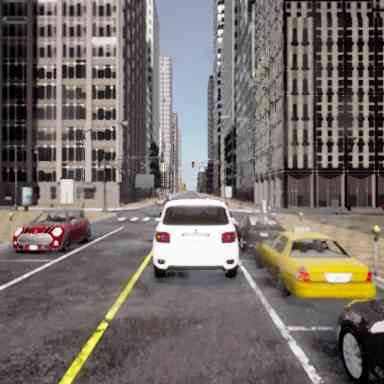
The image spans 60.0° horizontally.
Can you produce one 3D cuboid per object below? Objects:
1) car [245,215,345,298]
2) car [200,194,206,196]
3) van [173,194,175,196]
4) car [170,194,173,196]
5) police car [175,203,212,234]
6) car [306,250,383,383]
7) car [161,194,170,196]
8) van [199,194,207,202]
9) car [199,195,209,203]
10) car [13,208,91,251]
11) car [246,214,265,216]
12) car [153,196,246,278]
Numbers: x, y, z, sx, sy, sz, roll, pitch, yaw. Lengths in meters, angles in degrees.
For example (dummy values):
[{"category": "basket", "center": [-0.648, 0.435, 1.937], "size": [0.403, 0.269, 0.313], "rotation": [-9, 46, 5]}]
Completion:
[{"category": "car", "center": [2.693, 1.546, 8.439], "size": [1.752, 1.417, 4.829], "rotation": [0, 0, 0]}, {"category": "car", "center": [2.794, 1.539, 63.198], "size": [1.967, 1.590, 4.097], "rotation": [0, 0, 0]}, {"category": "van", "center": [-5.680, 1.442, 85.940], "size": [1.690, 1.788, 3.998], "rotation": [0, 0, 0]}, {"category": "car", "center": [-5.711, 1.416, 68.885], "size": [2.192, 1.841, 5.009], "rotation": [0, 0, 0]}, {"category": "police car", "center": [0.099, 1.550, 20.642], "size": [2.038, 1.542, 4.974], "rotation": [0, 0, 1]}, {"category": "car", "center": [2.693, 1.558, 2.598], "size": [2.008, 1.369, 4.403], "rotation": [0, 0, 0]}, {"category": "car", "center": [-5.777, 1.539, 63.199], "size": [1.967, 1.590, 4.097], "rotation": [0, 0, 0]}, {"category": "van", "center": [2.700, 1.442, 80.251], "size": [1.690, 1.788, 3.998], "rotation": [0, 0, 0]}, {"category": "car", "center": [2.699, 1.541, 74.566], "size": [1.967, 1.590, 4.097], "rotation": [0, 0, 0]}, {"category": "car", "center": [-5.686, 1.473, 13.936], "size": [1.967, 1.590, 4.097], "rotation": [0, 0, 0]}, {"category": "car", "center": [2.694, 1.584, 13.937], "size": [2.008, 1.369, 4.403], "rotation": [0, 0, 0]}, {"category": "car", "center": [0.099, 1.244, 10.304], "size": [2.150, 2.045, 5.566], "rotation": [0, 0, 0]}]
